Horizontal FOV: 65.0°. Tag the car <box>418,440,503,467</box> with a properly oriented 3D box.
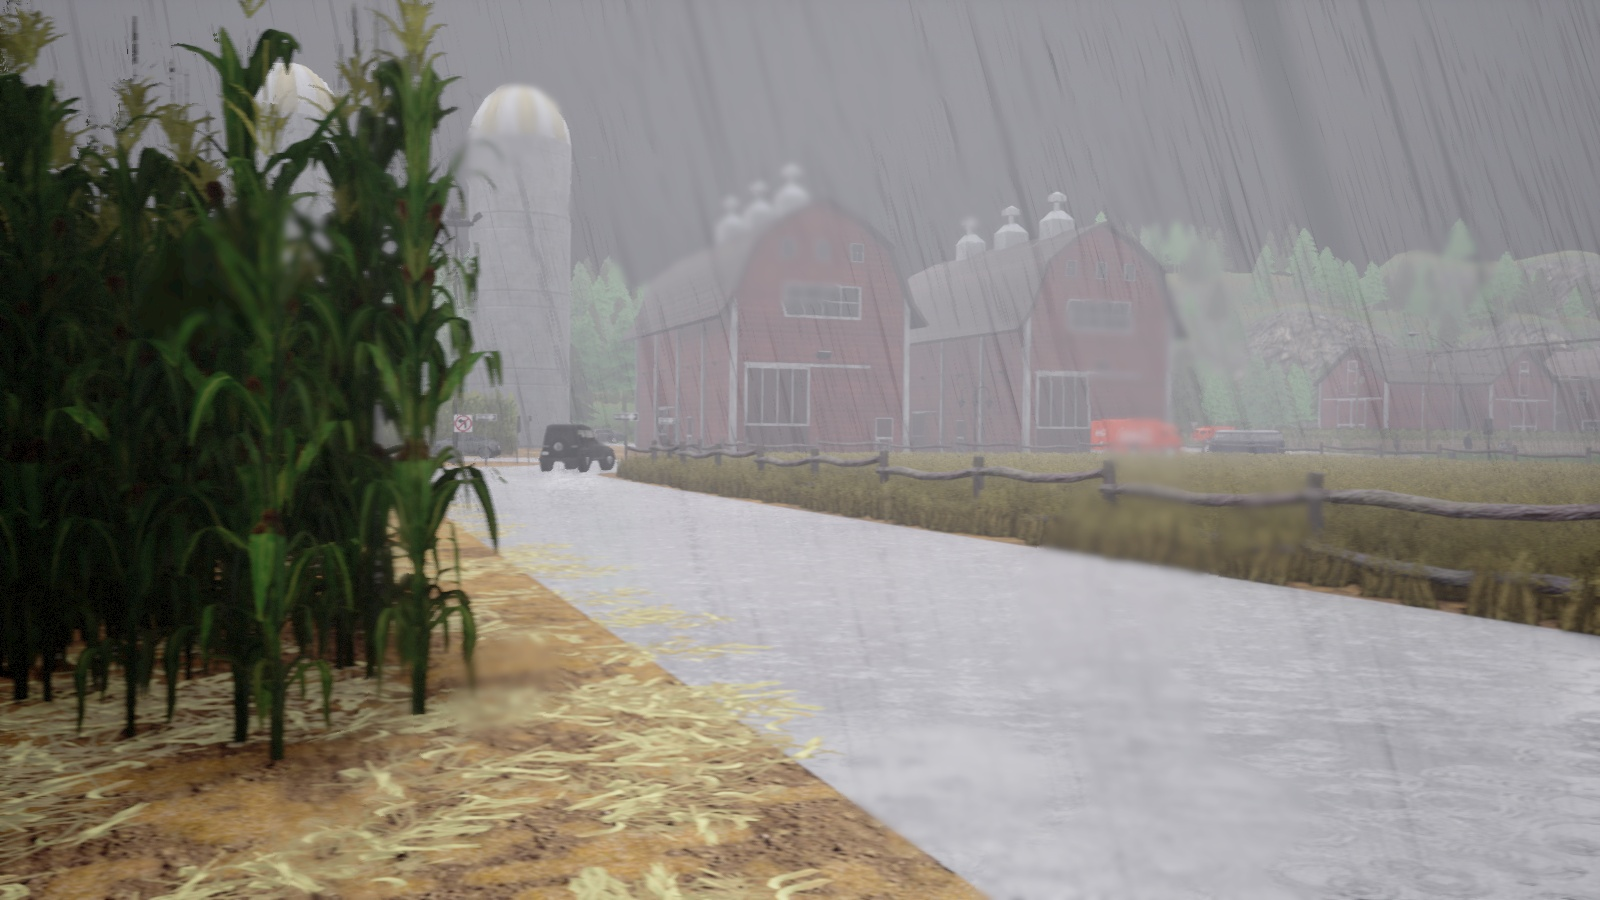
[{"bbox_3d":[-18.494,0.177,68.613,4.181,1.385,1.994,-1,1,-5],"label":"car"}]

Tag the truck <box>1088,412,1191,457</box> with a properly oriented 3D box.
[{"bbox_3d":[19.751,-0.911,73.056,5.204,2.467,2.627,-1,1,-19],"label":"truck"}]

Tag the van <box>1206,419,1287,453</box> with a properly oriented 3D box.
[{"bbox_3d":[27.118,-0.821,76.316,4.442,1.987,1.775,-1,1,27],"label":"van"}]

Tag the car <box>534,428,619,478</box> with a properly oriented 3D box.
[{"bbox_3d":[-8.918,0.094,50.424,1.905,1.878,3.866,-1,1,14],"label":"car"}]
